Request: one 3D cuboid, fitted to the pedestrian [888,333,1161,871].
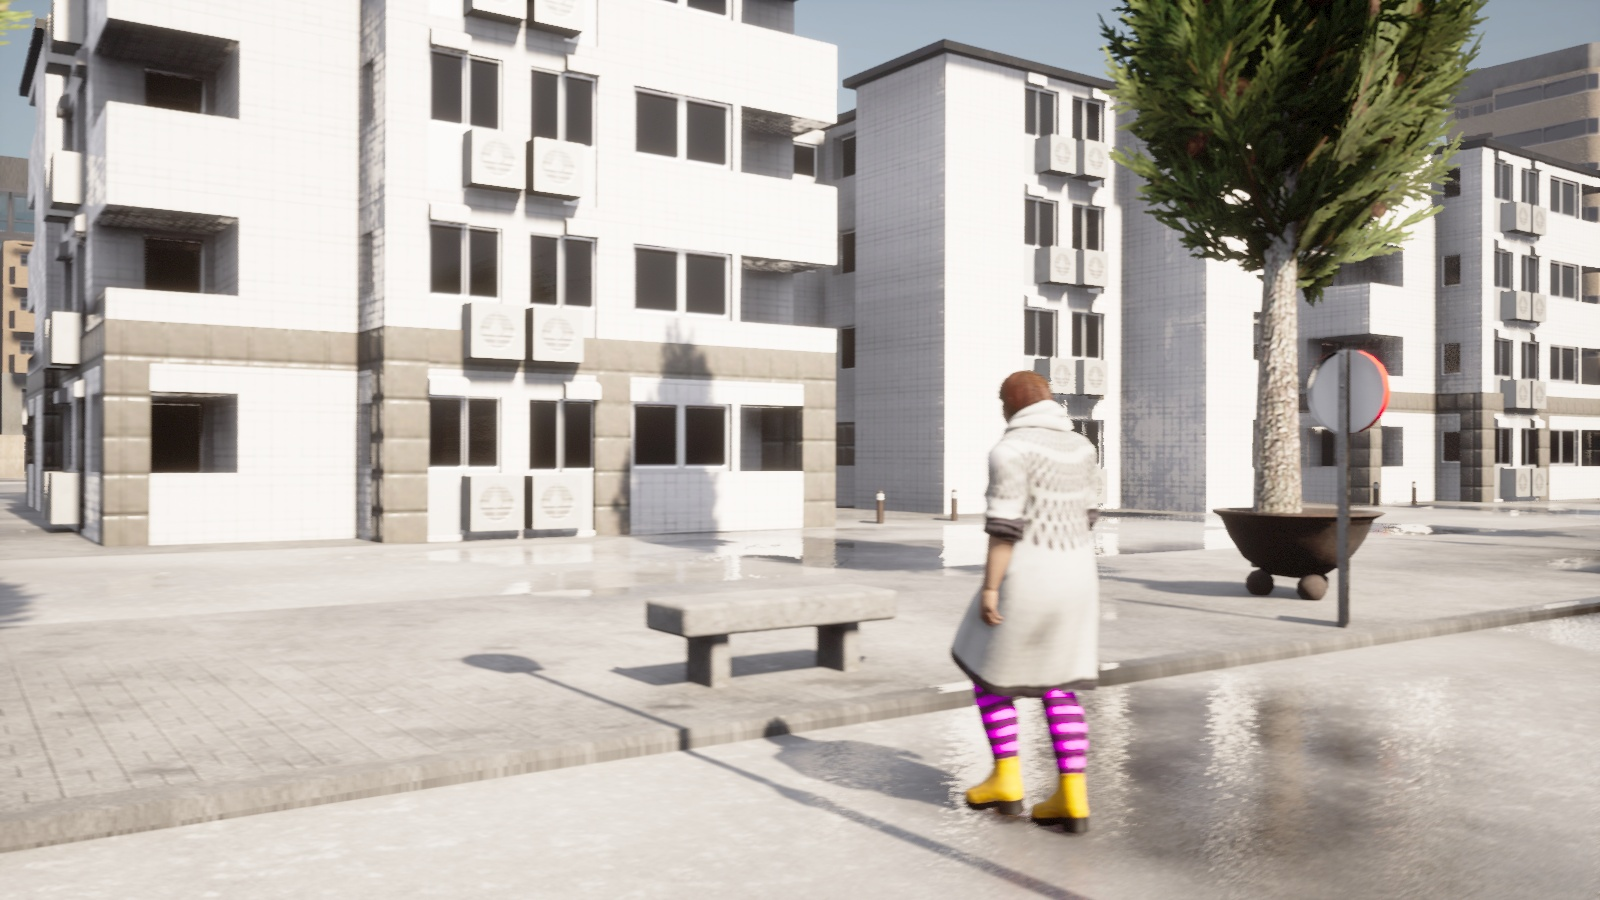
[{"bbox_3d":[0.897,0.552,5.102,0.659,1.952,0.873,0,0,-38],"label":"pedestrian"}]
